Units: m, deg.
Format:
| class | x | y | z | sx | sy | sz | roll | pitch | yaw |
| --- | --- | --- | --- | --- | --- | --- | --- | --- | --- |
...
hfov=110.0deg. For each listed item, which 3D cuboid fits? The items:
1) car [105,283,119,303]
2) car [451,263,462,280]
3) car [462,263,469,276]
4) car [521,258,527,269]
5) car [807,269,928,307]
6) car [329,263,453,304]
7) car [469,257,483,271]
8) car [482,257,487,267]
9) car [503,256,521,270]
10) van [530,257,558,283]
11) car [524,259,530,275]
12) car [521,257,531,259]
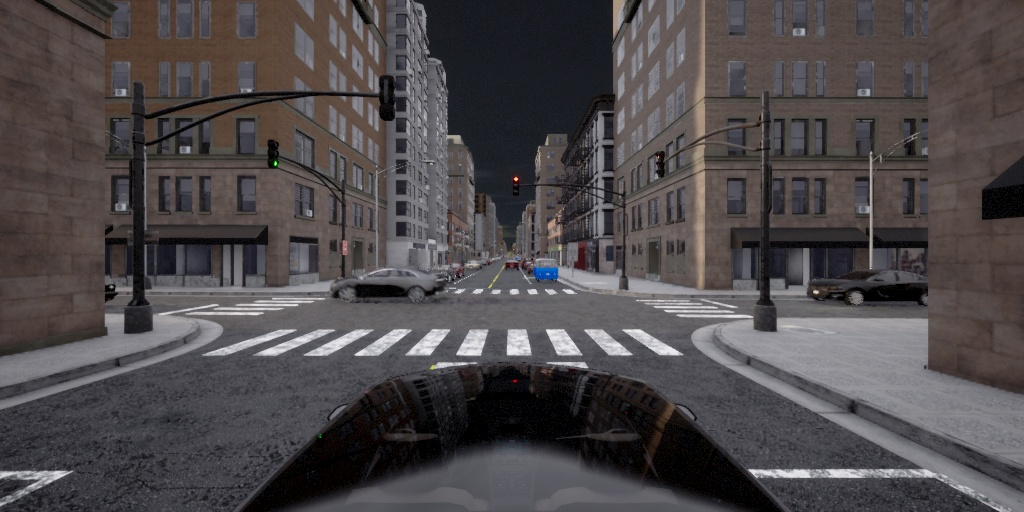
| class | x | y | z | sx | sy | sz | roll | pitch | yaw |
| --- | --- | --- | --- | --- | --- | --- | --- | --- | --- |
| car | -17.228 | 1.254 | 12.730 | 4.718 | 1.301 | 1.895 | 0 | 0 | -2 |
| car | -5.446 | 1.299 | 27.906 | 2.007 | 1.370 | 4.403 | 0 | 0 | 0 |
| car | -5.459 | 1.293 | 33.587 | 1.888 | 1.381 | 4.507 | 0 | 0 | 0 |
| car | 2.528 | 1.326 | 50.658 | 1.802 | 1.307 | 4.207 | 0 | 0 | 0 |
| car | 15.903 | 1.333 | 15.809 | 5.008 | 1.535 | 1.882 | 0 | 0 | 0 |
| car | -5.344 | 1.217 | 15.729 | 4.902 | 1.511 | 2.128 | 0 | 0 | 0 |
| car | -5.496 | 1.269 | 50.464 | 1.751 | 1.417 | 4.829 | 0 | 0 | 0 |
| car | -5.509 | 1.306 | 56.316 | 1.948 | 1.339 | 4.313 | 0 | 0 | 0 |
| car | -0.014 | 1.221 | 52.058 | 1.882 | 1.535 | 5.008 | 0 | 0 | 0 |
| van | 2.579 | 1.089 | 27.932 | 1.690 | 1.789 | 3.998 | 0 | 0 | 0 |
| car | 2.554 | 1.330 | 39.295 | 1.802 | 1.307 | 4.207 | 0 | 0 | 0 |
| car | 2.516 | 1.055 | 56.340 | 2.192 | 1.841 | 5.009 | 0 | 0 | 0 |
